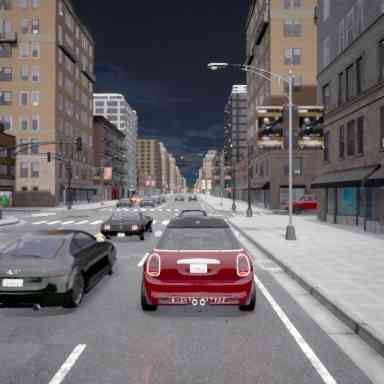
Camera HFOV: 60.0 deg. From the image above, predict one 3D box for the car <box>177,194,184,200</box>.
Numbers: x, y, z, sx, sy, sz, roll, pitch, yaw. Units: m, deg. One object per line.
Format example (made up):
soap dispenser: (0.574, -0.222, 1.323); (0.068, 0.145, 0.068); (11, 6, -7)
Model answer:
car: (-3.001, 1.370, 88.254); (1.812, 1.442, 4.674); (0, 0, 0)

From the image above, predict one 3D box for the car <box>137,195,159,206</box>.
car: (-6.456, 1.556, 49.313); (1.994, 1.385, 4.181); (0, 0, 0)

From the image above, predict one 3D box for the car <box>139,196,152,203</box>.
car: (-9.555, 1.531, 68.916); (2.033, 1.411, 5.357); (0, 0, 0)

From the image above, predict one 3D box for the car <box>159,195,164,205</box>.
car: (-6.418, 1.553, 57.711); (1.994, 1.385, 4.181); (0, 0, 0)

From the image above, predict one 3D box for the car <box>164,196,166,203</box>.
car: (-6.316, 1.490, 68.406); (1.837, 1.490, 4.892); (0, 0, 0)

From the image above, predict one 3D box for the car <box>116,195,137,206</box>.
car: (-9.713, 1.556, 48.701); (1.994, 1.385, 4.181); (0, 0, 0)

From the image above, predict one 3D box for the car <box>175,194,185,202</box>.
car: (-3.029, 1.530, 78.251); (1.994, 1.385, 4.181); (0, 0, 0)

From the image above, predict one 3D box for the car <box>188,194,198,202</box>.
car: (0.221, 1.333, 78.212); (2.097, 1.767, 4.553); (0, 0, 0)

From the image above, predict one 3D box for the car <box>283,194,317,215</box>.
car: (12.362, 1.256, 34.432); (5.566, 2.045, 2.150); (0, 0, 0)

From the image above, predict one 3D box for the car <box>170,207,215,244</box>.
car: (0.057, 1.563, 16.623); (1.994, 1.385, 4.181); (0, 0, 1)

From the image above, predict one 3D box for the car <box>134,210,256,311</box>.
car: (0.122, 1.352, 7.921); (2.097, 1.767, 4.553); (0, 0, 0)

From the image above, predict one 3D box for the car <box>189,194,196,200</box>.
car: (0.250, 1.370, 88.245); (1.812, 1.442, 4.674); (0, 0, 0)

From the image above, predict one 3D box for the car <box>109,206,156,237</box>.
car: (-3.104, 1.600, 16.860); (1.895, 1.301, 4.718); (0, 0, 0)

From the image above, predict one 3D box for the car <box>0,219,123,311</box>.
car: (-3.127, 1.563, 7.839); (1.994, 1.385, 4.181); (0, 0, 0)
